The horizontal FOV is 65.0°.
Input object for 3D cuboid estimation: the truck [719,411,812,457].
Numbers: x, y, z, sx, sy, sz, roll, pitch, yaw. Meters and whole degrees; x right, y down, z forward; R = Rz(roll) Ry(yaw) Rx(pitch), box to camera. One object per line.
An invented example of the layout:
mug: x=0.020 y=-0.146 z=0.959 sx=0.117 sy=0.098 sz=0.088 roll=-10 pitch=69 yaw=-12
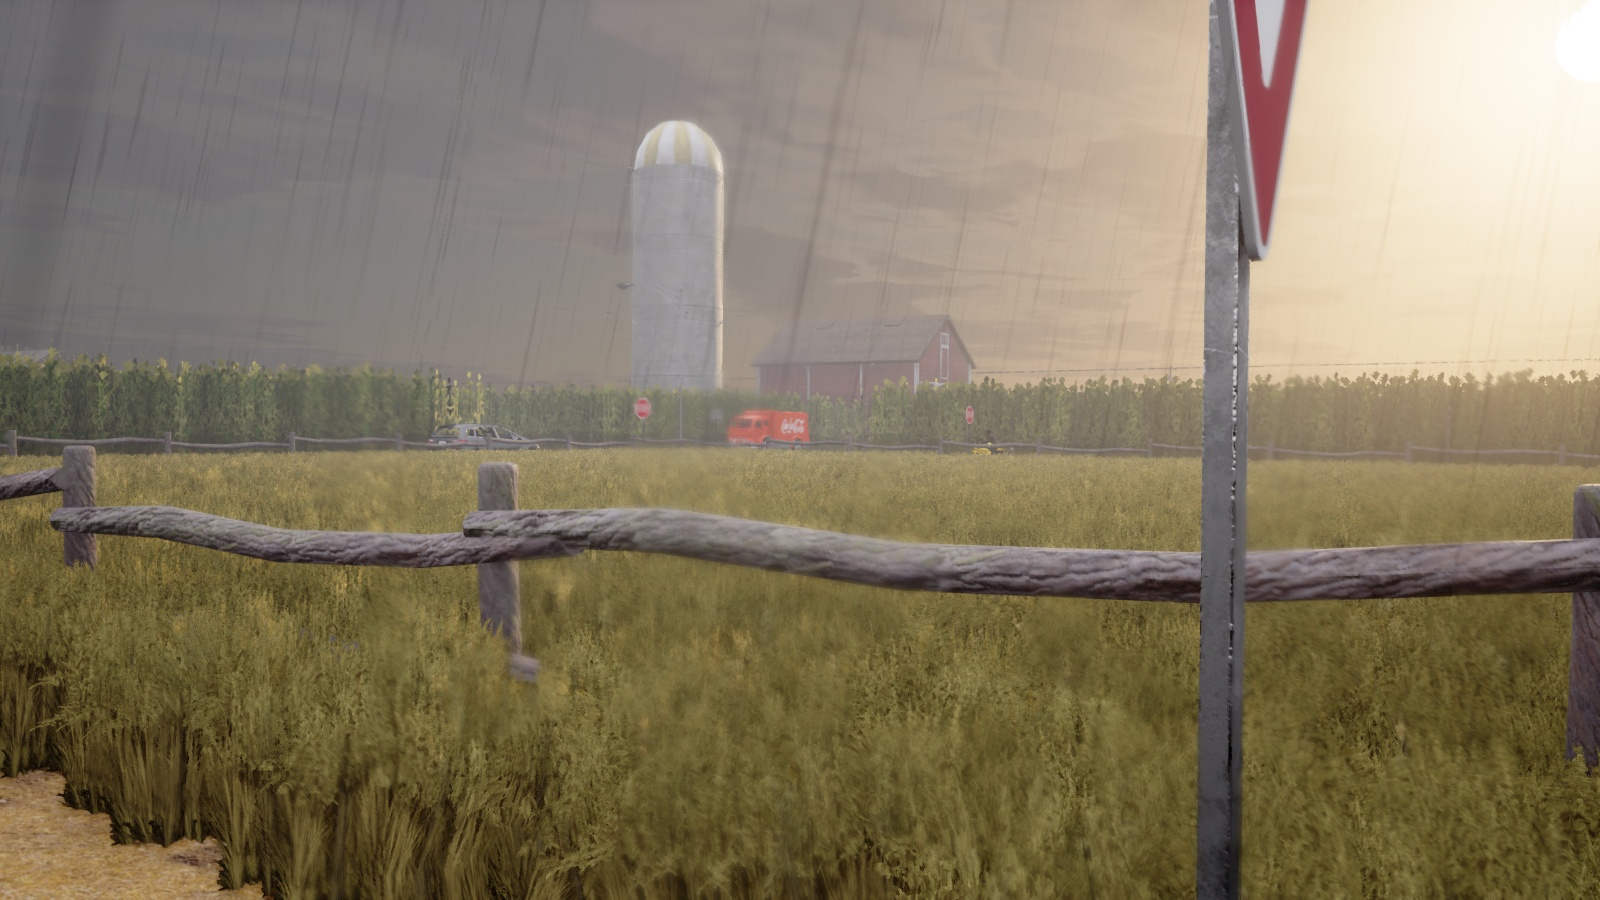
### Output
truck: x=-1.889 y=-0.927 z=70.426 sx=2.627 sy=2.467 sz=5.204 roll=0 pitch=1 yaw=34

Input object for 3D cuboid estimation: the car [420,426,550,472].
car: x=-12.292 y=-0.059 z=49.266 sx=2.242 sy=1.667 sz=4.611 roll=0 pitch=1 yaw=34

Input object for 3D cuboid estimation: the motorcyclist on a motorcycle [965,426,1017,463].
motorcyclist on a motorcycle: x=8.071 y=-0.240 z=53.095 sx=2.044 sy=1.523 sz=0.797 roll=1 pitch=1 yaw=34
